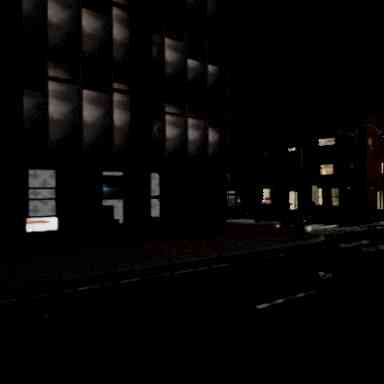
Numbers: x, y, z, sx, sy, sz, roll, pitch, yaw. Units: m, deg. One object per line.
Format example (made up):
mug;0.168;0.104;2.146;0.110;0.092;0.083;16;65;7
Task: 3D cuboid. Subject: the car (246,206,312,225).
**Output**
car;6.814;1.818;26.760;2.033;1.411;5.357;-1;0;-37

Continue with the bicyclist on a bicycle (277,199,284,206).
bicyclist on a bicycle;9.863;1.588;37.259;1.656;1.620;0.582;-1;0;-37
